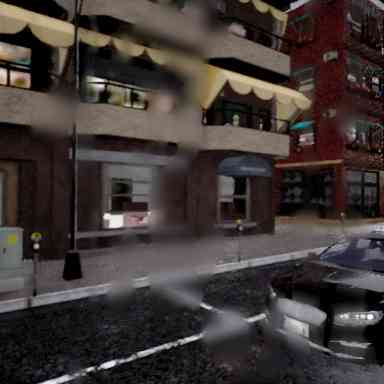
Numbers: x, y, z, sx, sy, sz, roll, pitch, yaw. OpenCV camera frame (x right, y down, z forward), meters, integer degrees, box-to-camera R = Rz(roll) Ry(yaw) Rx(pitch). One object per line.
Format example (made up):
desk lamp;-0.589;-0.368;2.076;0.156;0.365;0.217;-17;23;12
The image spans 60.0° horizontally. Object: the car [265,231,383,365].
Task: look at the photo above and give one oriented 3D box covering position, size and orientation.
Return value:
car;3.356;1.488;5.774;4.902;1.511;2.128;0;0;-36
